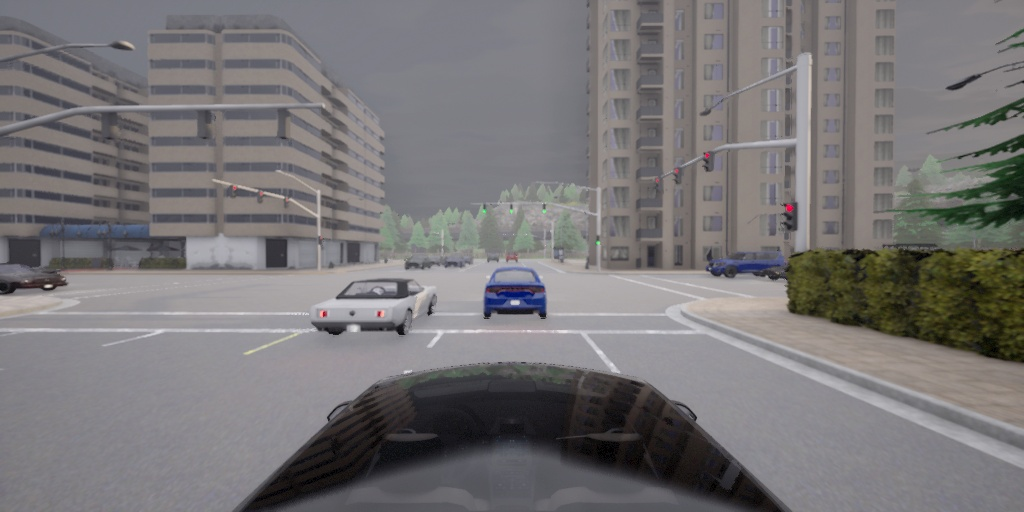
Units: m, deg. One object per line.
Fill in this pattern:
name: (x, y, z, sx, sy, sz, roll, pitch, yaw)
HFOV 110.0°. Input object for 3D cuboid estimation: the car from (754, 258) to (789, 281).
car: (20.022, 1.010, 24.403, 5.357, 1.411, 2.033, 0, 1, 1)

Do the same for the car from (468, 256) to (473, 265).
car: (-7.067, 0.623, 55.270, 2.033, 1.411, 5.357, 0, 1, 1)

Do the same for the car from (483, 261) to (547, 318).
car: (0.094, 1.094, 12.297, 1.882, 1.535, 5.008, 0, 1, 0)

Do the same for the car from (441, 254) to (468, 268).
car: (-7.097, 0.559, 44.826, 2.097, 1.767, 4.553, 0, 1, 0)

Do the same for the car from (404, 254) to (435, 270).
car: (-10.600, 0.612, 40.639, 2.097, 1.767, 4.553, 0, 1, 0)

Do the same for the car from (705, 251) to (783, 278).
car: (18.192, 0.640, 27.918, 5.566, 2.045, 2.150, 0, 1, 1)

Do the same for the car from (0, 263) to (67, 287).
car: (-29.862, 1.107, 21.204, 4.718, 1.301, 1.895, 0, 1, 1)

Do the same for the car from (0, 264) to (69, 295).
car: (-25.448, 1.098, 17.657, 5.357, 1.411, 2.033, 0, 1, 0)

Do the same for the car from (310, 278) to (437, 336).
car: (-3.410, 1.247, 9.959, 1.895, 1.301, 4.718, 0, 1, 0)

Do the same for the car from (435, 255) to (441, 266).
car: (-10.590, 0.650, 49.726, 1.837, 1.490, 4.892, 0, 1, 0)
